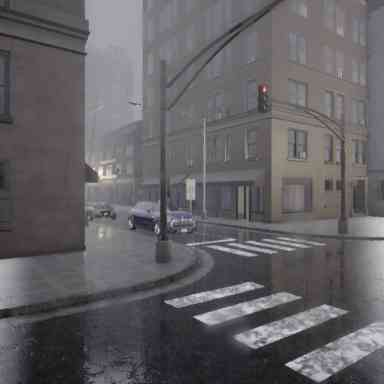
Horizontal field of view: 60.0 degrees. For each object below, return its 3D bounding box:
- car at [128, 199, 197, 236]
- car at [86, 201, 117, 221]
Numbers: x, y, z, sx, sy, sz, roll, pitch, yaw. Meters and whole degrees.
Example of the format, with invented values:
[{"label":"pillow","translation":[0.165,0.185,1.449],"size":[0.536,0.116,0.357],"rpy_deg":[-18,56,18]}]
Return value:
[{"label":"car","translation":[-1.675,1.269,17.944],"size":[2.097,1.767,4.553],"rpy_deg":[0,0,-36]},{"label":"car","translation":[-7.472,1.428,26.049],"size":[1.994,1.385,4.181],"rpy_deg":[0,0,-35]}]
